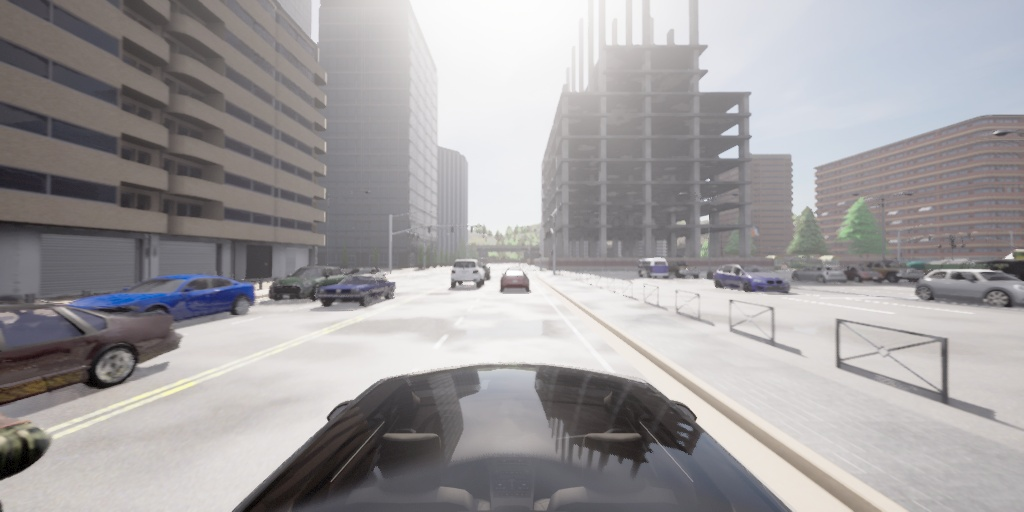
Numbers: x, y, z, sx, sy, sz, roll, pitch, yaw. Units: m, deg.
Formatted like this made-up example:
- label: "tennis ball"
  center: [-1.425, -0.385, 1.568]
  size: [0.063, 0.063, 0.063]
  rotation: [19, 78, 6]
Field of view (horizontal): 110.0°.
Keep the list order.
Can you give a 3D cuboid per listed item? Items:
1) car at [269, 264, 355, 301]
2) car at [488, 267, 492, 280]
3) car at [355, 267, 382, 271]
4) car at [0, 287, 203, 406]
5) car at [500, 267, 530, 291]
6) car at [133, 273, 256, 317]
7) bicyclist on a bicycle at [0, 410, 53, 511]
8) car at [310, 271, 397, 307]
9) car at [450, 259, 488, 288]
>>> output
- label: "car"
  center: [-10.436, 1.328, 18.829]
  size: [2.097, 1.767, 4.553]
  rotation: [0, -1, 0]
- label: "car"
  center: [-3.262, 1.537, 37.079]
  size: [2.097, 1.767, 4.553]
  rotation: [0, -1, 0]
- label: "car"
  center: [-10.462, 1.542, 25.402]
  size: [1.837, 1.490, 4.892]
  rotation: [0, -1, 1]
- label: "car"
  center: [-7.094, 1.326, 4.293]
  size: [2.033, 1.411, 5.357]
  rotation: [0, -1, 0]
- label: "car"
  center: [0.187, 1.595, 24.606]
  size: [1.994, 1.385, 4.181]
  rotation: [0, -1, 0]
- label: "car"
  center: [-10.563, 1.342, 11.359]
  size: [1.882, 1.535, 5.008]
  rotation: [0, -1, 0]
- label: "bicyclist on a bicycle"
  center: [-2.859, 1.201, 1.719]
  size: [1.656, 1.620, 0.582]
  rotation: [0, -1, 0]
- label: "car"
  center: [-7.033, 1.533, 16.758]
  size: [1.895, 1.301, 4.718]
  rotation: [0, -1, 0]
- label: "car"
  center: [-3.302, 1.288, 27.499]
  size: [2.150, 2.045, 5.566]
  rotation: [0, -1, 0]
